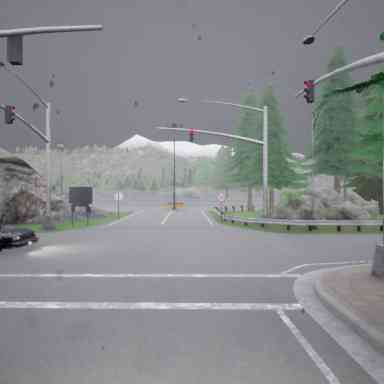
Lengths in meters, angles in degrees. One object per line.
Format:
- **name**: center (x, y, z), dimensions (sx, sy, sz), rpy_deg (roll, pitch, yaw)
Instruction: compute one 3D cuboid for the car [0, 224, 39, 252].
- **car**: center (-9.222, 1.719, 13.481), dimensions (5.357, 1.411, 2.033), rpy_deg (-1, 0, 0)
